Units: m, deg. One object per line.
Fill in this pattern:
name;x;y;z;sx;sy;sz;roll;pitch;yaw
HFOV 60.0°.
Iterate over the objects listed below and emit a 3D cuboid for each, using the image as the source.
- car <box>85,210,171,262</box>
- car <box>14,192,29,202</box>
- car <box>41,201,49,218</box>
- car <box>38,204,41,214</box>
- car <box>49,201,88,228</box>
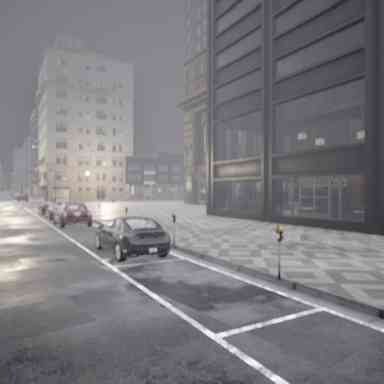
car;-2.267;1.530;12.016;2.008;1.369;4.403;0;0;-30
car;-35.433;1.078;69.645;2.192;1.841;5.009;0;0;-30
car;-10.706;1.524;26.679;1.802;1.307;4.206;0;0;-30
car;-13.519;1.473;31.566;1.887;1.381;4.507;0;0;-30
car;-7.893;1.396;21.791;1.967;1.590;4.097;0;0;-30
